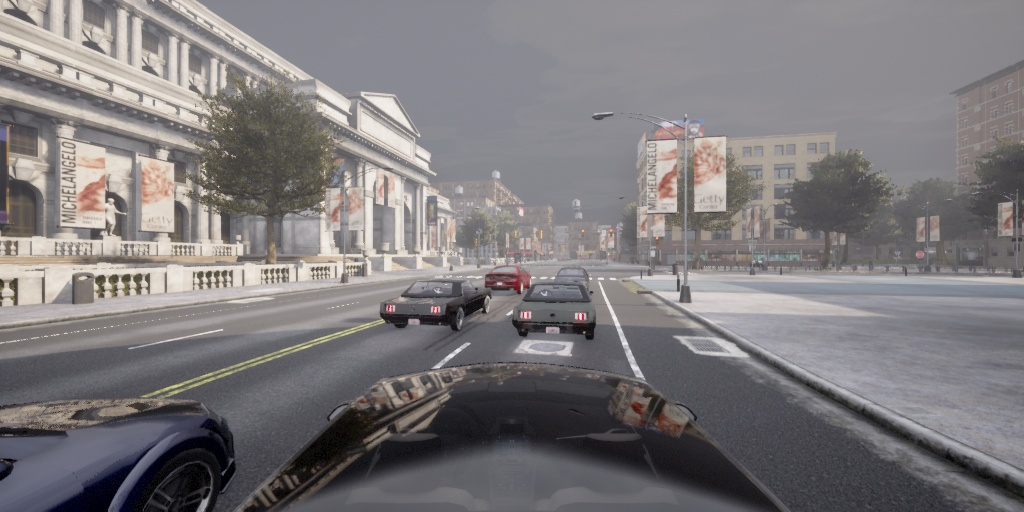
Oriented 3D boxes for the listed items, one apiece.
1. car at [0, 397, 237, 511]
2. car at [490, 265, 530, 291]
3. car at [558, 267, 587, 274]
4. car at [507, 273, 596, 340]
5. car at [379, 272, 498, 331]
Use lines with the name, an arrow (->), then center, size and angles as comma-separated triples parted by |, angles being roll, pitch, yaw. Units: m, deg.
car -> -3.156, 1.313, 1.114 | 1.994, 1.385, 4.181 | 0, 0, -1
car -> -0.114, 1.228, 20.251 | 1.882, 1.535, 5.008 | 0, 0, 12
car -> 3.279, 1.297, 19.436 | 2.033, 1.411, 5.357 | 0, 0, 12
car -> 1.335, 1.351, 10.088 | 1.895, 1.301, 4.718 | 0, 0, 11
car -> -2.009, 1.351, 11.102 | 1.895, 1.301, 4.718 | 0, 0, 11
